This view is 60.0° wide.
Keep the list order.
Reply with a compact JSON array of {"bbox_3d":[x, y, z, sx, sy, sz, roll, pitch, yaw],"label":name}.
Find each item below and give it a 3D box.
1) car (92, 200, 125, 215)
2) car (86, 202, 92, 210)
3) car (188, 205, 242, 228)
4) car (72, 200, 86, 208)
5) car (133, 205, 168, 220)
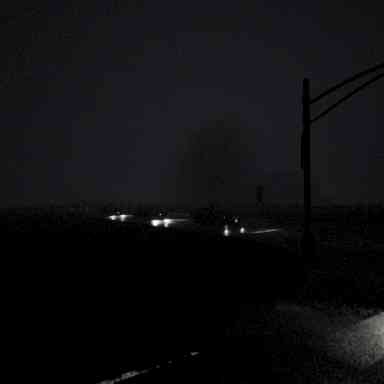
[{"bbox_3d":[-10.337,2.110,41.829,2.033,1.411,5.357,-1,0,-35],"label":"car"},{"bbox_3d":[-15.410,2.189,55.222,1.837,1.490,4.892,-1,0,-36],"label":"car"},{"bbox_3d":[1.642,1.771,25.114,2.128,1.511,4.902,-1,0,-36],"label":"car"},{"bbox_3d":[-21.453,2.321,63.655,2.128,1.511,4.902,-1,0,-36],"label":"car"},{"bbox_3d":[-4.189,1.981,33.230,1.994,1.385,4.181,-1,0,-37],"label":"car"}]
